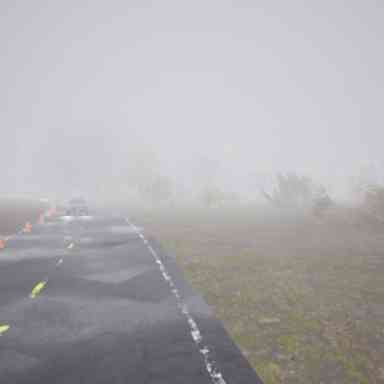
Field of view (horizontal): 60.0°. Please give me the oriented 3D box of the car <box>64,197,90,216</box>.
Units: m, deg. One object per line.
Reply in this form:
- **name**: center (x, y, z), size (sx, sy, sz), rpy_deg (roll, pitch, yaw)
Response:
- **car**: center (-10.462, 1.275, 30.349), size (1.837, 1.490, 4.892), rpy_deg (0, 0, -19)

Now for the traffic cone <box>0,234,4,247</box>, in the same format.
- **traffic cone**: center (-7.518, 1.846, 12.974), size (0.340, 0.580, 0.340), rpy_deg (0, 0, -14)

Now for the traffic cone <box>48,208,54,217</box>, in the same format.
- **traffic cone**: center (-11.646, 1.742, 27.172), size (0.340, 0.580, 0.340), rpy_deg (0, 0, -18)

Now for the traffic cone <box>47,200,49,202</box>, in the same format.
- **traffic cone**: center (-23.134, 1.525, 54.398), size (0.340, 0.580, 0.340), rpy_deg (0, 0, -27)

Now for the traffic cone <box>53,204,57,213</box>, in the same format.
- **traffic cone**: center (-13.265, 1.706, 31.828), size (0.340, 0.580, 0.340), rpy_deg (0, 0, -20)

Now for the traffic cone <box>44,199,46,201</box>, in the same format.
- **traffic cone**: center (-25.453, 1.488, 58.748), size (0.340, 0.580, 0.340), rpy_deg (0, 0, -29)

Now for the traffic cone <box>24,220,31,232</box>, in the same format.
- **traffic cone**: center (-8.771, 1.812, 17.741), size (0.340, 0.580, 0.340), rpy_deg (0, 0, -15)

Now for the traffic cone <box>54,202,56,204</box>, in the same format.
- **traffic cone**: center (-15.004, 1.671, 36.441), size (0.340, 0.580, 0.340), rpy_deg (0, 0, -21)

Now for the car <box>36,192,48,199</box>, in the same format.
- **car**: center (-35.644, 0.852, 78.966), size (2.128, 1.511, 4.902), rpy_deg (0, 0, -36)
